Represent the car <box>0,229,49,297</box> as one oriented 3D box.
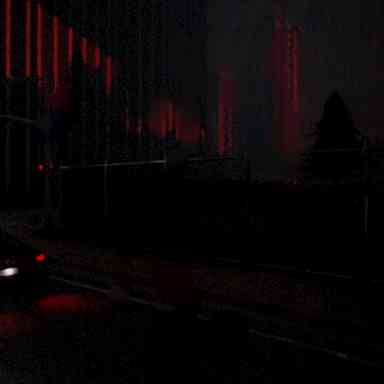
[{"bbox_3d":[-5.168,1.511,7.648,4.181,1.385,1.994,0,0,36],"label":"car"}]
